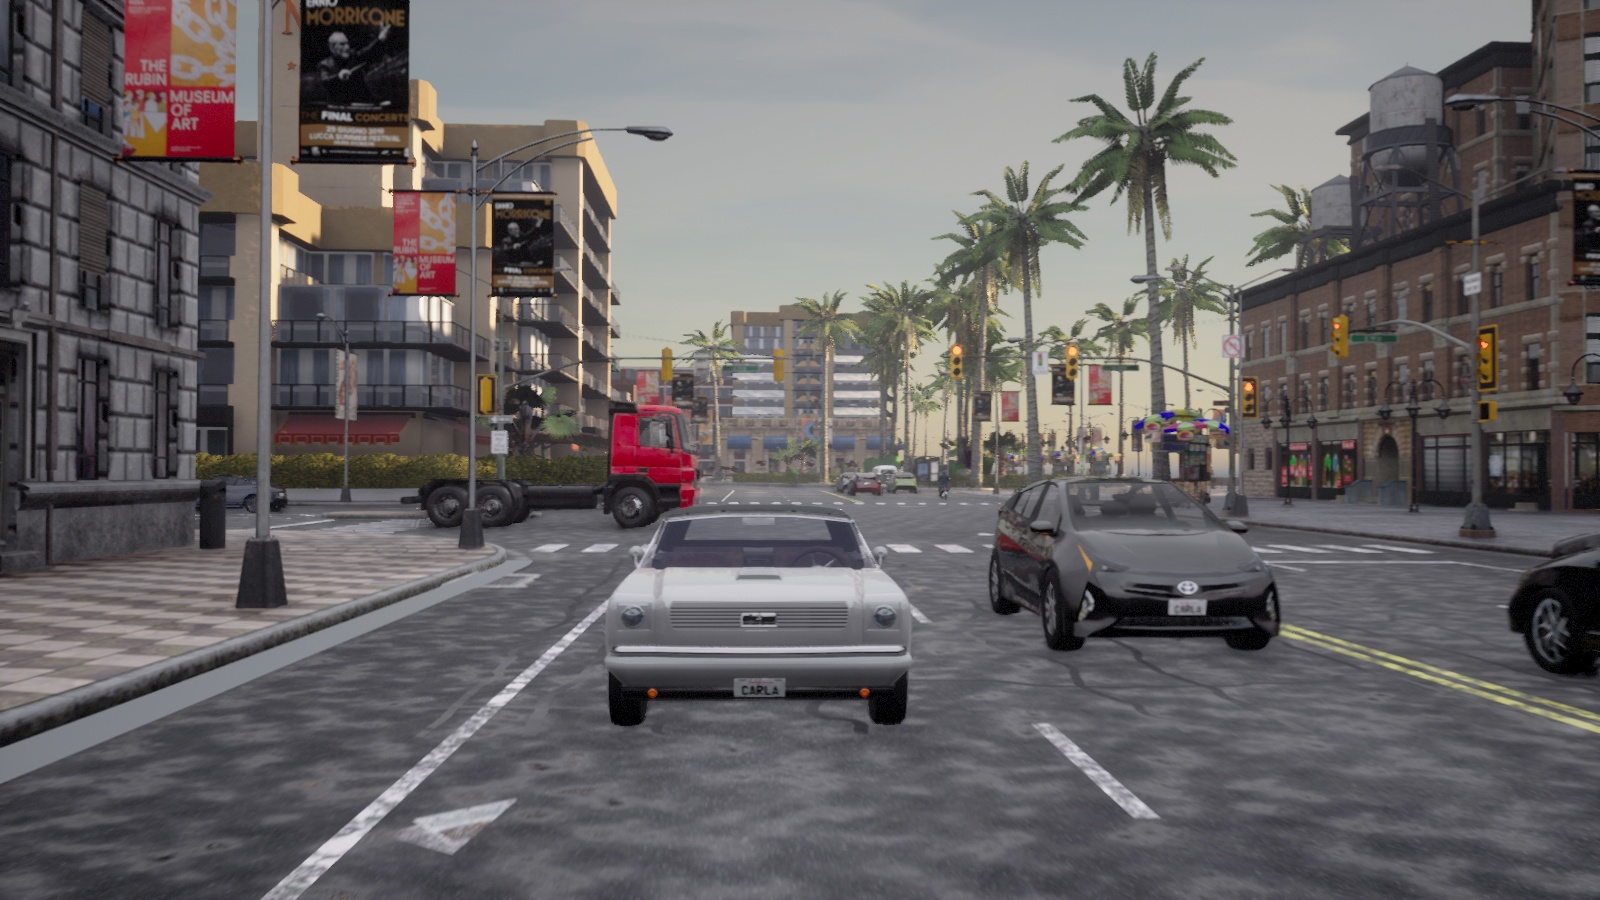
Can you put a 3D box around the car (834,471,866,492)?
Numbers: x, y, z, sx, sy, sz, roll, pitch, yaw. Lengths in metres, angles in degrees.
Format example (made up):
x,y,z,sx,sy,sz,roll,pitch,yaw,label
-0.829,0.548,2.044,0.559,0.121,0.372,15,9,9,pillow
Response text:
x,y,z,sx,sy,sz,roll,pitch,yaw,label
3.677,2.314,93.189,2.007,1.525,4.514,0,-1,-2,car

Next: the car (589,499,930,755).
x,y,z,sx,sy,sz,roll,pitch,yaw,label
-0.309,1.074,9.359,1.895,1.301,4.718,0,-1,-2,car

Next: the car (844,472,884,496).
x,y,z,sx,sy,sz,roll,pitch,yaw,label
4.097,2.168,81.518,2.163,1.488,4.792,0,-1,-2,car

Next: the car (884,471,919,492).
x,y,z,sx,sy,sz,roll,pitch,yaw,label
7.275,2.252,90.510,2.007,1.525,4.514,0,-1,-2,car

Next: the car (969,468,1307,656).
x,y,z,sx,sy,sz,roll,pitch,yaw,label
3.077,0.959,12.553,2.007,1.525,4.514,0,-1,-2,car

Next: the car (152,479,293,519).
x,y,z,sx,sy,sz,roll,pitch,yaw,label
-20.885,1.744,45.559,4.181,1.385,1.994,0,-1,-3,car

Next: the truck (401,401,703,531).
x,y,z,sx,sy,sz,roll,pitch,yaw,label
-6.792,0.459,35.284,7.936,3.462,2.891,0,-1,0,truck

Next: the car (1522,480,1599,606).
x,y,z,sx,sy,sz,roll,pitch,yaw,label
10.084,1.033,12.930,2.033,1.411,5.357,0,-1,-3,car

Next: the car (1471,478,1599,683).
x,y,z,sx,sy,sz,roll,pitch,yaw,label
6.719,0.943,8.665,1.816,1.474,4.193,0,-1,-2,car
